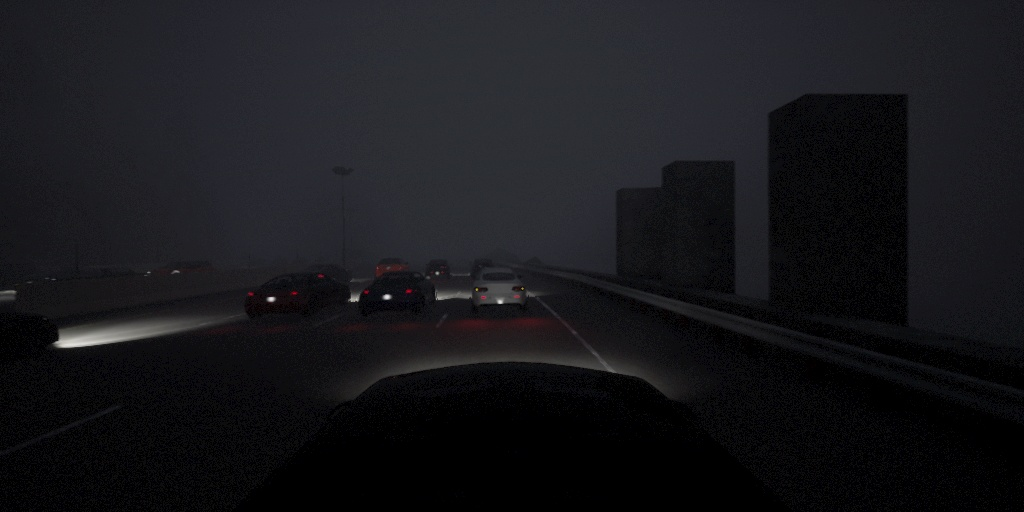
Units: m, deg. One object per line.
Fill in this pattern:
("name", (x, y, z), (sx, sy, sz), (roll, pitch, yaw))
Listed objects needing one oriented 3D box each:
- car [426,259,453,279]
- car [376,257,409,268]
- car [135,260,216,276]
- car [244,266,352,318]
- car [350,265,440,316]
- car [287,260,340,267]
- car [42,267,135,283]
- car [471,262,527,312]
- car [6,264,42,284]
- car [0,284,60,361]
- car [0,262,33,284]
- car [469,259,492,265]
("car", (-5.900, 1.001, 28.978), (1.837, 1.490, 4.892), (-1, 1, -9))
("car", (-9.366, 0.897, 28.415), (2.097, 1.767, 4.553), (-1, 1, -9))
("car", (-23.230, 1.107, 25.298), (2.097, 1.767, 4.553), (-1, 1, -9))
("car", (-7.508, 1.272, 12.971), (1.994, 1.385, 4.181), (-1, 1, -4))
("car", (-4.019, 1.226, 13.142), (1.994, 1.385, 4.181), (-1, 1, -4))
("car", (-12.133, 1.188, 23.426), (2.033, 1.411, 5.357), (-1, 1, -7))
("car", (-26.414, 1.421, 23.187), (1.895, 1.301, 4.718), (-1, 1, -8))
("car", (-0.533, 1.142, 13.358), (1.812, 1.442, 4.674), (-1, 1, -4))
("car", (-30.123, 1.419, 24.144), (1.994, 1.385, 4.181), (-1, 1, -9))
("car", (-10.599, 1.397, 5.824), (1.994, 1.385, 4.181), (-1, 1, -2))
("car", (-33.512, 1.262, 23.132), (2.097, 1.767, 4.553), (-1, 1, -9))
("car", (-2.406, 0.954, 29.238), (1.837, 1.490, 4.892), (-1, 1, -9))
